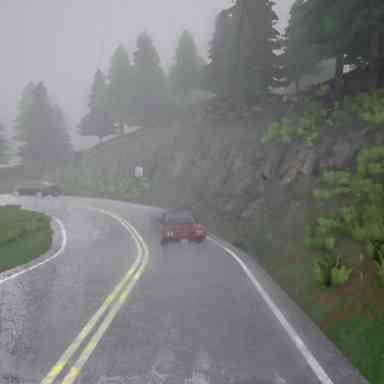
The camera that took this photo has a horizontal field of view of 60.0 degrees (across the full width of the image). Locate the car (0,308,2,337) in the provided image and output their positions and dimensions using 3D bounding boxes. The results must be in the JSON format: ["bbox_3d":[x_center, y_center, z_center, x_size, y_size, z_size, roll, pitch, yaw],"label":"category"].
[{"bbox_3d":[-3.284,1.484,2.042,1.882,1.535,5.008,0,0,0],"label":"car"}]

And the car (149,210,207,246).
[{"bbox_3d":[-0.860,1.491,15.540,1.895,1.301,4.718,-1,5,-15],"label":"car"}]

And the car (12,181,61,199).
[{"bbox_3d":[-14.118,-0.229,30.182,4.892,1.490,1.837,2,4,24],"label":"car"}]
